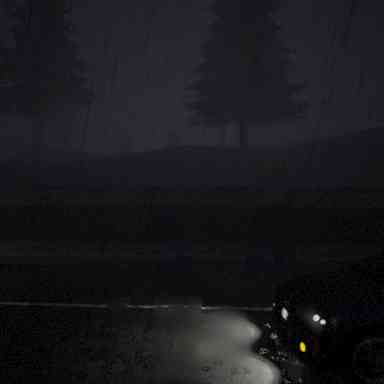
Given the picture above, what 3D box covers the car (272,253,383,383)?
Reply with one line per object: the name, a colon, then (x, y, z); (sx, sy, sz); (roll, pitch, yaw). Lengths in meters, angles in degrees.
car: (3.320, 1.564, 4.730); (4.181, 1.385, 1.994); (0, 0, 0)
